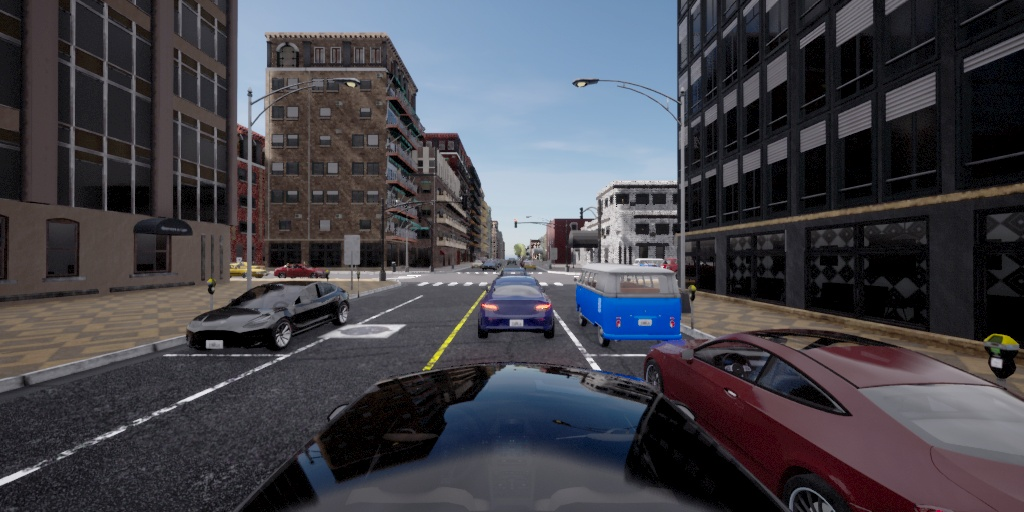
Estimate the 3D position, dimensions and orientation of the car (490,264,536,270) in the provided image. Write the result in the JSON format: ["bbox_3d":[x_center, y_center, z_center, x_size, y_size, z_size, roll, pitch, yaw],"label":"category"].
[{"bbox_3d":[0.090,1.318,18.462,1.994,1.385,4.181,0,0,0],"label":"car"}]

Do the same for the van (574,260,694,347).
[{"bbox_3d":[2.656,1.092,9.010,1.690,1.789,3.998,0,0,0],"label":"van"}]

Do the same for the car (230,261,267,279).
[{"bbox_3d":[-22.963,1.216,29.801,4.829,1.417,1.751,0,0,0],"label":"car"}]

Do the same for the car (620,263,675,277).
[{"bbox_3d":[13.398,1.418,35.706,4.718,1.301,1.895,0,0,1],"label":"car"}]

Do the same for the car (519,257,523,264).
[{"bbox_3d":[2.683,1.382,64.875,1.802,1.307,4.207,0,0,0],"label":"car"}]

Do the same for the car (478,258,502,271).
[{"bbox_3d":[-3.067,1.329,50.642,2.033,1.411,5.357,0,0,3],"label":"car"}]

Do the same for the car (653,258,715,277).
[{"bbox_3d":[14.916,1.108,29.896,5.009,1.841,2.192,0,0,0],"label":"car"}]

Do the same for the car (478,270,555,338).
[{"bbox_3d":[0.100,1.277,10.010,1.812,1.442,4.674,0,0,0],"label":"car"}]

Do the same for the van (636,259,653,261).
[{"bbox_3d":[14.893,1.175,38.276,3.998,1.789,1.690,0,0,0],"label":"van"}]

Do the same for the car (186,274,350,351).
[{"bbox_3d":[-5.691,1.317,9.035,1.948,1.339,4.313,0,0,0],"label":"car"}]

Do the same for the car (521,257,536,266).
[{"bbox_3d":[2.684,1.311,53.967,1.751,1.417,4.829,0,0,0],"label":"car"}]

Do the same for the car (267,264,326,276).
[{"bbox_3d":[-17.471,1.284,29.815,4.207,1.307,1.802,0,0,0],"label":"car"}]

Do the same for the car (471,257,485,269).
[{"bbox_3d":[-5.698,1.318,59.164,1.751,1.417,4.829,0,0,0],"label":"car"}]

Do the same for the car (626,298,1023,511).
[{"bbox_3d":[2.657,1.332,3.321,1.802,1.307,4.207,0,0,0],"label":"car"}]
